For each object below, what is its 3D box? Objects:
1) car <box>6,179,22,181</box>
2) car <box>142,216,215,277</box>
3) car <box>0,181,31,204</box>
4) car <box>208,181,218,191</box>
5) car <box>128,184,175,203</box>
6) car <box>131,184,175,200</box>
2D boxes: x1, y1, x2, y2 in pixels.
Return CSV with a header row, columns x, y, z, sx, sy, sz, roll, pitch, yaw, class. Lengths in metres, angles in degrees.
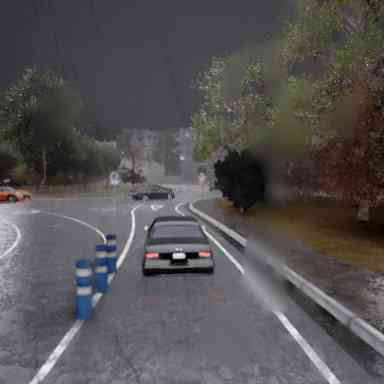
x,y,z,sx,sy,sz,roll,pitch,yaw,class
-32.450,-1.576,59.728,1.882,1.535,5.008,2,4,35,car
-0.487,1.425,10.002,2.033,1.411,5.357,0,2,-4,car
-17.840,0.123,31.612,4.553,1.767,2.097,0,4,4,car
3.526,-0.966,50.711,2.128,1.511,4.902,0,4,-1,car
-3.976,0.174,33.240,4.892,1.490,1.837,-2,6,-39,car
-4.348,-0.090,37.451,1.837,1.490,4.892,3,5,41,car
